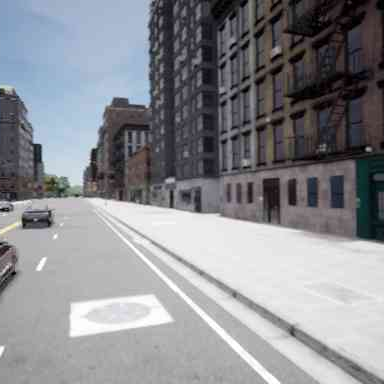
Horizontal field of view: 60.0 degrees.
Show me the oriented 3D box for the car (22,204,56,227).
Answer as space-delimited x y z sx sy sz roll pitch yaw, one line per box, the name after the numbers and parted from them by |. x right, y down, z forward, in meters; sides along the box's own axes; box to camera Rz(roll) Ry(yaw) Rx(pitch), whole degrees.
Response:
-11.169 1.665 24.409 2.128 1.511 4.902 -1 0 -19 | car

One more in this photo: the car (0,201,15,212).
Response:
-25.188 1.981 44.814 2.033 1.411 5.357 -1 0 -19 | car

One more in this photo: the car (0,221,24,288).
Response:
-5.452 1.645 7.832 1.994 1.385 4.181 -1 0 -19 | car
